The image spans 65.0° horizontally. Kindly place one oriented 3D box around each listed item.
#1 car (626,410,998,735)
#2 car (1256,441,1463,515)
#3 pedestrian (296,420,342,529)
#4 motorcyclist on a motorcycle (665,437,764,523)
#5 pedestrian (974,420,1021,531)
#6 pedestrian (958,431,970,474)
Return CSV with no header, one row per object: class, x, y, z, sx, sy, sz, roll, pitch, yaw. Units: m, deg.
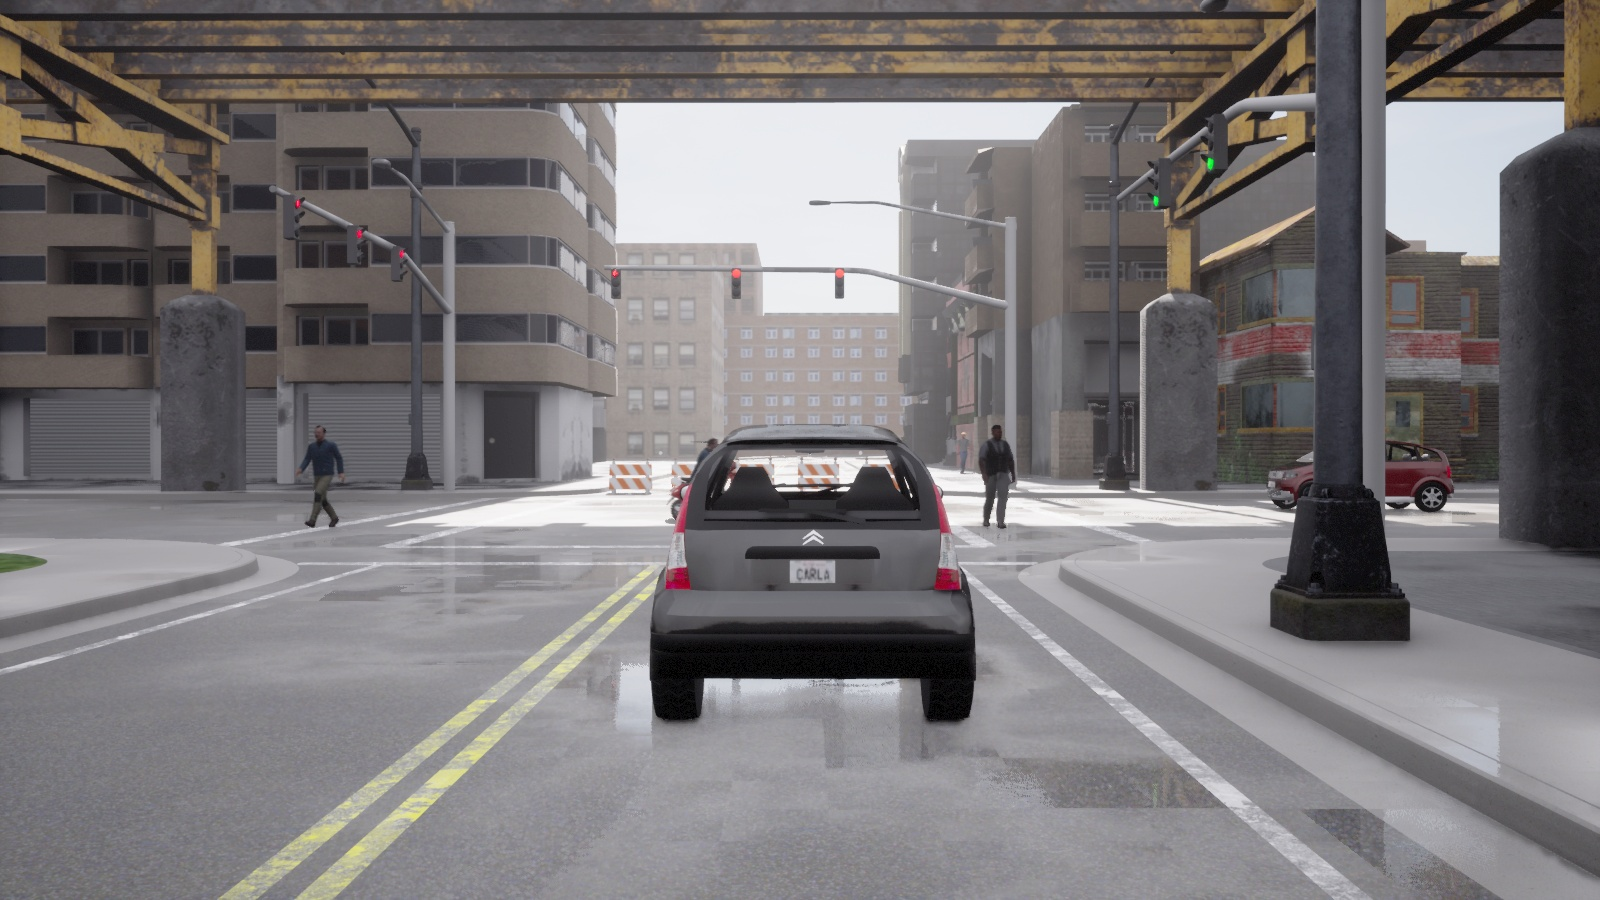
car,0.073,0.598,8.243,1.851,1.617,3.988,0,0,0
car,12.146,0.580,27.426,3.705,1.549,1.789,0,0,0
pedestrian,-8.293,0.412,21.681,0.402,1.842,0.726,0,0,14
motorcyclist on a motorcycle,-1.609,0.564,23.959,1.817,1.590,0.866,0,0,0
pedestrian,3.403,0.428,21.698,0.563,1.883,0.849,0,0,-9
pedestrian,7.150,0.108,54.849,0.354,1.836,0.706,0,0,-7
